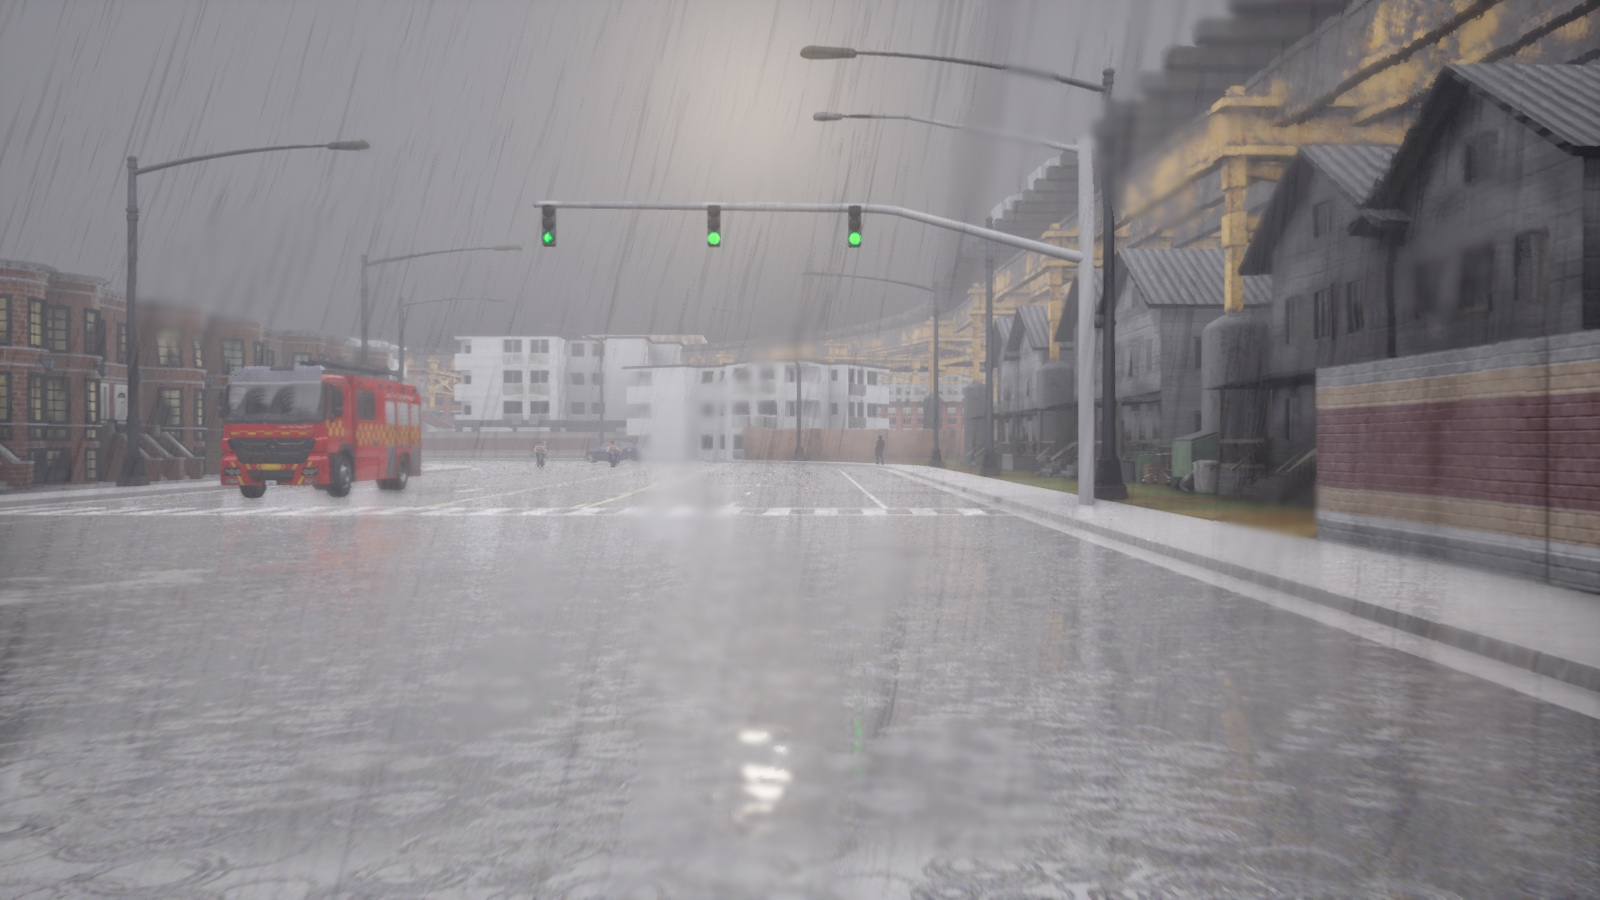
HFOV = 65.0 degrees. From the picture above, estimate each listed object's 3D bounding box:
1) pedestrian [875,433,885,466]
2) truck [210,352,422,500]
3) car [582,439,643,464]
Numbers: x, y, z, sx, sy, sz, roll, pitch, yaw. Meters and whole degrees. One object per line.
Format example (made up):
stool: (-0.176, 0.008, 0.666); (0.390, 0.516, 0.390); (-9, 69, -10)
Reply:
pedestrian: (4.776, -0.017, 74.945); (0.395, 1.930, 0.692); (0, 0, -16)
truck: (-13.770, -0.636, 36.644); (2.891, 3.827, 8.468); (0, 0, 0)
car: (-13.759, 0.076, 91.885); (2.097, 1.767, 4.553); (0, 0, -45)
